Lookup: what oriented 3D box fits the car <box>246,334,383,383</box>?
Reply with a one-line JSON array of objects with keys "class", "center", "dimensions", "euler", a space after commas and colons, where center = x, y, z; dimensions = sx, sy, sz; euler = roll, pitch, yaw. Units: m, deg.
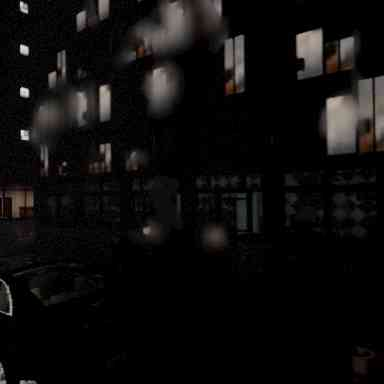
[{"class": "car", "center": [2.049, 1.431, 1.577], "dimensions": [4.097, 1.590, 1.967], "euler": [-1, -1, 36]}]

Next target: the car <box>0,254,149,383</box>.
[{"class": "car", "center": [-2.588, 1.601, 4.851], "dimensions": [4.403, 1.369, 2.008], "euler": [-1, -1, 36]}]
